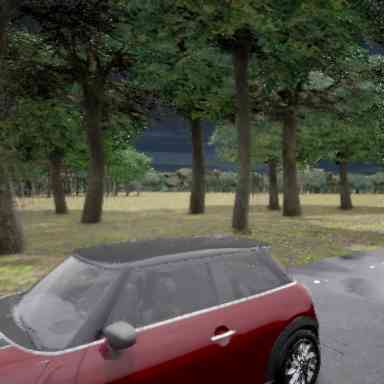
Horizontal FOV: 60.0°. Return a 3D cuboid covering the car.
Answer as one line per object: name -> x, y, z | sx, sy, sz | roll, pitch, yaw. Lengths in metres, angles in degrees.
car -> -0.732, 1.347, 3.472 | 4.553, 1.767, 2.097 | 0, 0, -36
